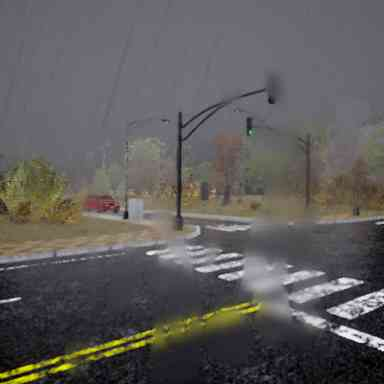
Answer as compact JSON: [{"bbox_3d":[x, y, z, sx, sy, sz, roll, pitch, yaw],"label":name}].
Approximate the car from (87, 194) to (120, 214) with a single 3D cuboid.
[{"bbox_3d":[-9.637,1.221,35.653,2.150,2.045,5.566,1,-1,-36],"label":"car"}]
